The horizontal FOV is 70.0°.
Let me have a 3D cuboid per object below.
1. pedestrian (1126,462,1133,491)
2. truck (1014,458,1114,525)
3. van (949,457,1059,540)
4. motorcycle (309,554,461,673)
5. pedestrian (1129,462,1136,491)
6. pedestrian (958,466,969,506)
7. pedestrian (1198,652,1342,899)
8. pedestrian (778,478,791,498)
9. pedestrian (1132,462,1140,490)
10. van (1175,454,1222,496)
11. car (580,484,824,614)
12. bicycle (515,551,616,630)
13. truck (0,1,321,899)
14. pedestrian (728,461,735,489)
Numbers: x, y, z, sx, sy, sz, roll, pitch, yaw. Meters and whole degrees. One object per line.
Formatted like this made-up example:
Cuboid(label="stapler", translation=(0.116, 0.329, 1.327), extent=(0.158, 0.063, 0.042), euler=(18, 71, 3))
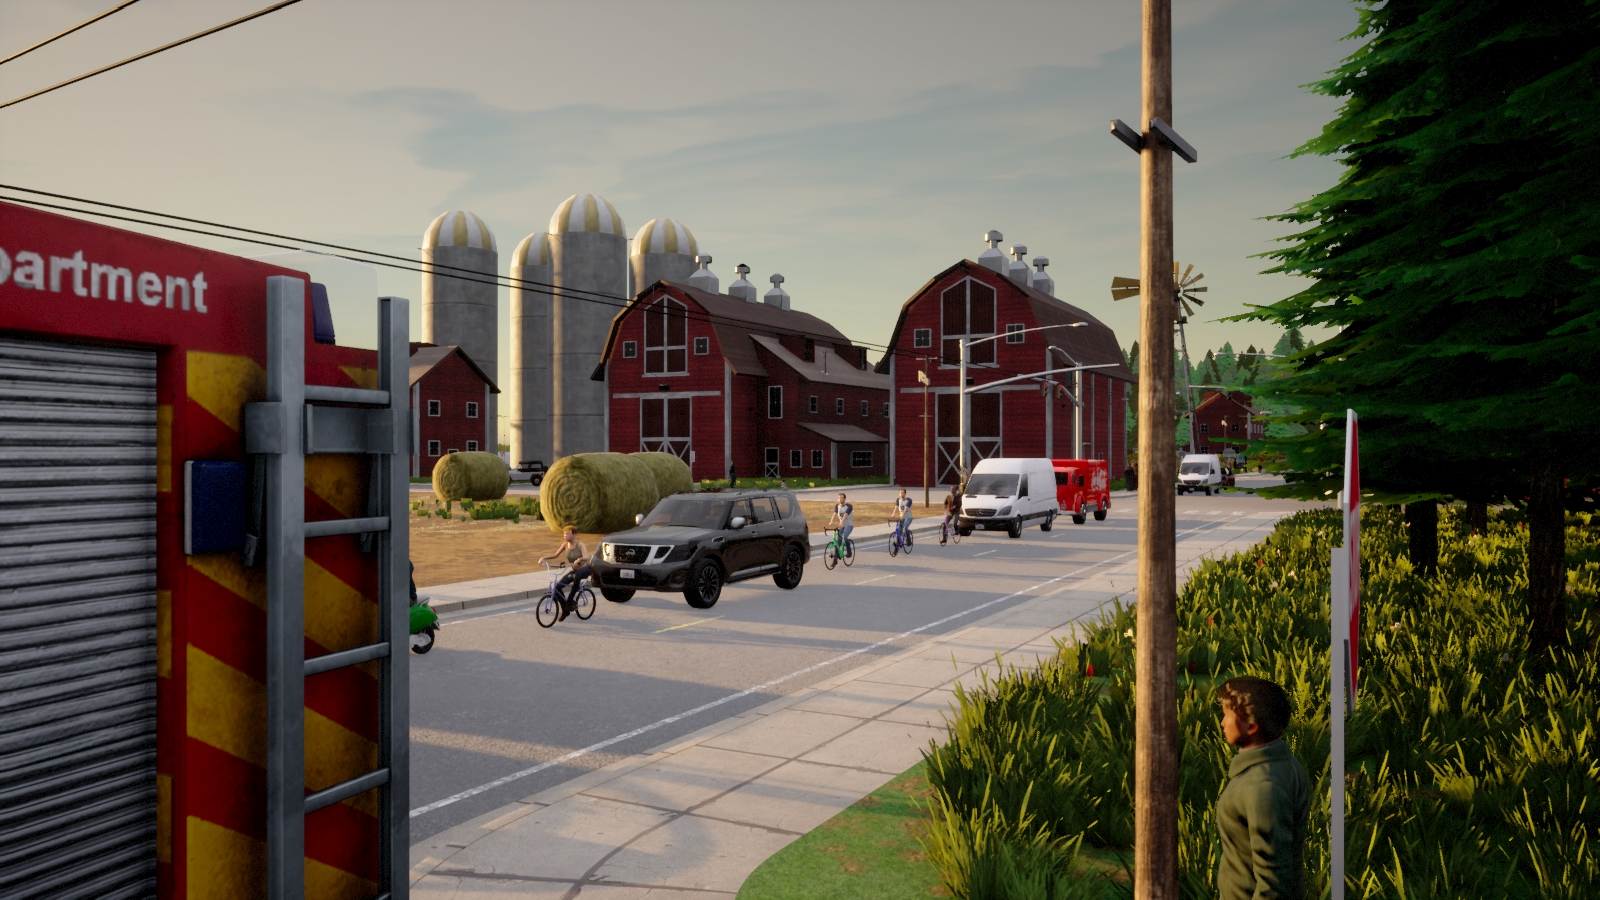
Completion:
Cuboid(label="pedestrian", translation=(21.188, 1.695, 73.477), extent=(0.375, 1.860, 0.375), euler=(0, 0, 25))
Cuboid(label="truck", translation=(10.571, 1.568, 45.380), extent=(2.627, 2.467, 5.204), euler=(0, 0, 28))
Cuboid(label="van", translation=(7.076, 1.534, 38.957), extent=(1.988, 2.561, 5.915), euler=(0, 0, 28))
Cuboid(label="motorcycle", translation=(-5.529, 2.142, 15.328), extent=(0.856, 1.316, 1.805), euler=(0, 0, 28))
Cuboid(label="pedestrian", translation=(21.598, 1.696, 74.217), extent=(0.375, 1.860, 0.375), euler=(0, 0, 36))
Cuboid(label="pedestrian", translation=(7.562, 1.674, 52.877), extent=(0.375, 1.860, 0.375), euler=(0, 0, -13))
Cuboid(label="pedestrian", translation=(1.600, 1.663, 3.887), extent=(0.375, 1.860, 0.375), euler=(0, 0, 36))
Cuboid(label="pedestrian", translation=(-0.846, 2.051, 61.998), extent=(0.500, 1.100, 0.500), euler=(0, 0, 26))
Cuboid(label="pedestrian", translation=(21.998, 1.694, 74.771), extent=(0.375, 1.860, 0.375), euler=(0, 0, -44))
Cuboid(label="van", translation=(25.685, 1.534, 73.535), extent=(1.988, 2.561, 5.915), euler=(0, 0, 28))
Cuboid(label="car", translation=(-1.719, 1.779, 22.444), extent=(2.150, 2.045, 5.566), euler=(0, 0, 27))
Cuboid(label="bicycle", translation=(-3.791, 2.256, 18.598), extent=(0.859, 1.080, 1.487), euler=(0, 0, 28))
Cuboid(label="truck", translation=(-6.002, 0.867, 3.754), extent=(8.468, 3.827, 2.891), euler=(0, 0, 20))
Cuboid(label="pedestrian", translation=(-4.586, 1.668, 76.454), extent=(0.375, 1.860, 0.375), euler=(0, 0, 30))
